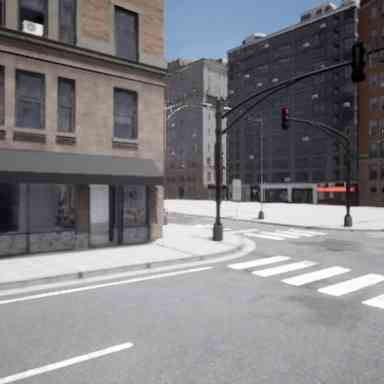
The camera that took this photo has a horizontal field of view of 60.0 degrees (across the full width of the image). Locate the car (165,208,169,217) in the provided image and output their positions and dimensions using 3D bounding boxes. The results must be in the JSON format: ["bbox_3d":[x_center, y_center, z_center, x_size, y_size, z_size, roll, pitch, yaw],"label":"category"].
[{"bbox_3d":[-3.711,1.371,27.402,1.812,1.442,4.674,0,0,-35],"label":"car"}]
